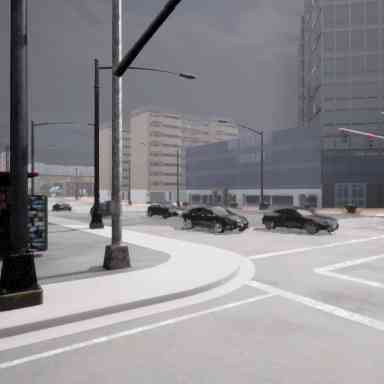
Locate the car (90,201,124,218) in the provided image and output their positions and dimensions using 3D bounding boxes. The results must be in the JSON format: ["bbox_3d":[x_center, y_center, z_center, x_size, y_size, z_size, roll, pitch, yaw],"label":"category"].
[{"bbox_3d":[-8.905,1.876,34.348,2.033,1.411,5.357,0,-1,-36],"label":"car"}]

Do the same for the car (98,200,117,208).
[{"bbox_3d":[-15.863,2.281,62.138,1.994,1.385,4.181,0,-1,-36],"label":"car"}]

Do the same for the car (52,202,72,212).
[{"bbox_3d":[-18.855,2.143,48.206,1.994,1.385,4.181,0,-1,-36],"label":"car"}]

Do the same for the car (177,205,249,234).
[{"bbox_3d":[1.339,1.606,20.233,1.837,1.490,4.892,0,-1,-36],"label":"car"}]

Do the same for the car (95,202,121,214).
[{"bbox_3d":[-10.944,2.014,43.168,1.994,1.385,4.181,0,-1,-35],"label":"car"}]

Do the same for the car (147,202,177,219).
[{"bbox_3d":[-2.531,1.732,31.526,2.128,1.511,4.902,0,-1,-36],"label":"car"}]

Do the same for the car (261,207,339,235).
[{"bbox_3d":[6.192,1.596,19.567,1.812,1.442,4.674,0,-1,-37],"label":"car"}]
